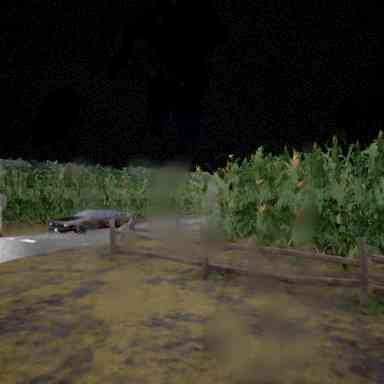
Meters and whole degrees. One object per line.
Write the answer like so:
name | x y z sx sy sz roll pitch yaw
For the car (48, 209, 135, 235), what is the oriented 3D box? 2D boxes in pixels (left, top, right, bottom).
car | -5.898 1.729 20.357 2.033 1.411 5.357 -1 -1 36

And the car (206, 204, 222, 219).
car | 3.257 1.903 33.121 1.812 1.442 4.674 -1 -2 35
